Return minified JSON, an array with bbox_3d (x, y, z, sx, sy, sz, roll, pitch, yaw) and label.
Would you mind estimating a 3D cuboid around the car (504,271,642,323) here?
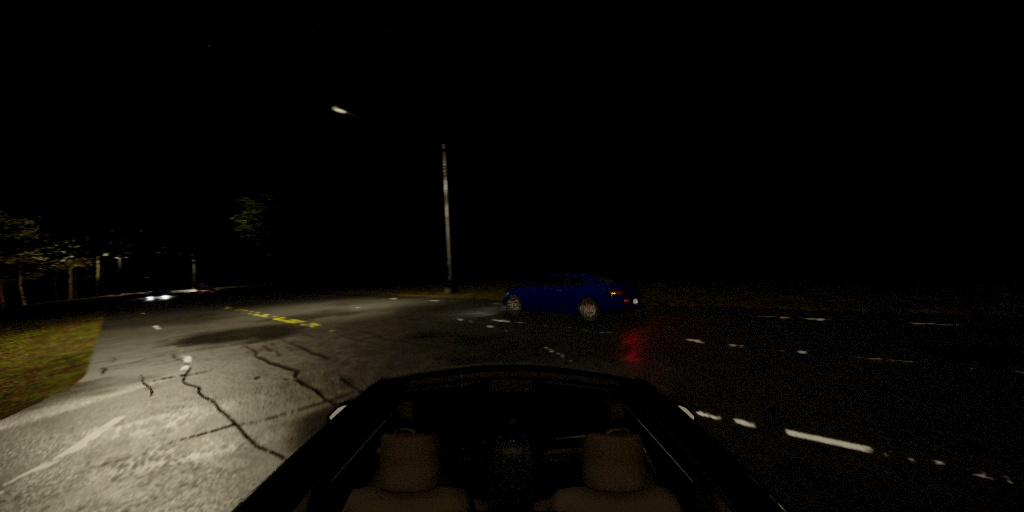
[{"bbox_3d":[1.804,1.212,11.699,4.674,1.442,1.812,-4,-1,42],"label":"car"}]
